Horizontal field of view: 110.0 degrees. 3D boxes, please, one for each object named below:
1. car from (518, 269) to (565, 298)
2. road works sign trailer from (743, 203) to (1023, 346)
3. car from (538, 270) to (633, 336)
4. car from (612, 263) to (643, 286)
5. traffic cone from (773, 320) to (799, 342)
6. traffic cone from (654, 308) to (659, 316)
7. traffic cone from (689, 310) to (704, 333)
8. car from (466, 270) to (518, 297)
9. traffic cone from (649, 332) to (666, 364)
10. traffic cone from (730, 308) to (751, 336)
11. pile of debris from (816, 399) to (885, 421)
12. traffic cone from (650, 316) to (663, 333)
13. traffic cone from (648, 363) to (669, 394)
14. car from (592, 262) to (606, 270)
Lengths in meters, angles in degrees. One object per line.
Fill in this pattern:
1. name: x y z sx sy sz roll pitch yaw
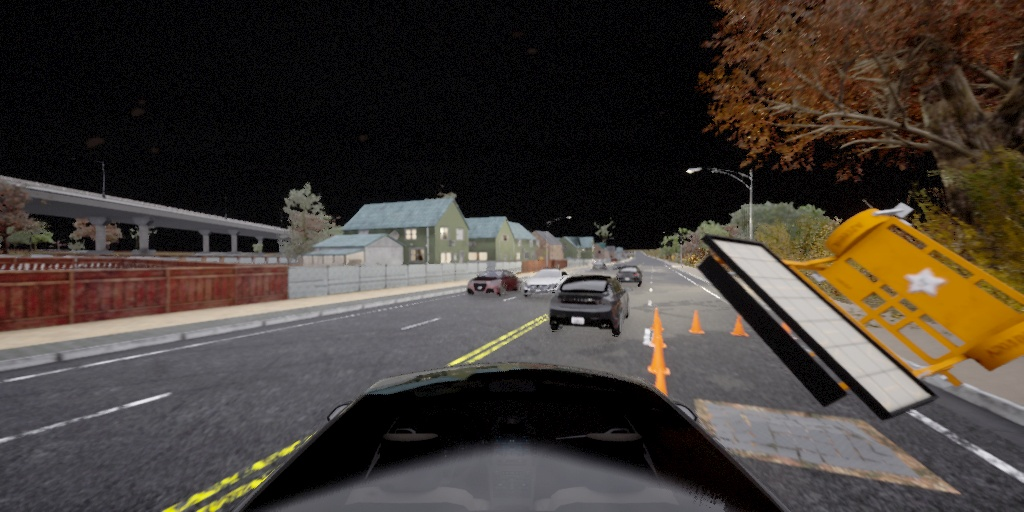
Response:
1. car: 2.093 1.418 19.338 1.812 1.442 4.674 0 -1 22
2. road works sign trailer: 5.787 -0.814 5.629 2.880 3.560 2.380 0 0 -24
3. car: 2.466 1.326 10.868 1.837 1.490 4.892 0 -1 21
4. car: 8.918 1.460 27.276 1.812 1.442 4.674 0 0 21
5. traffic cone: 6.854 1.748 8.985 0.340 0.580 0.340 0 0 22
6. traffic cone: 4.064 1.766 10.084 0.340 0.580 0.340 0 0 22
7. traffic cone: 4.994 1.760 9.718 0.340 0.580 0.340 0 0 22
8. car: -0.946 1.475 20.489 1.994 1.385 4.181 0 -1 22
9. traffic cone: 2.598 1.738 6.363 0.340 0.580 0.340 0 0 21
10. traffic cone: 5.924 1.754 9.353 0.340 0.580 0.340 0 0 22
11. pile of debris: 3.137 1.919 4.012 1.860 0.140 1.500 0 0 22
12. traffic cone: 3.331 1.752 8.224 0.340 0.580 0.340 0 0 21
13. traffic cone: 1.866 1.724 4.502 0.340 0.580 0.340 0 0 21
14. car: 14.663 1.679 59.976 1.812 1.442 4.674 0 0 22
